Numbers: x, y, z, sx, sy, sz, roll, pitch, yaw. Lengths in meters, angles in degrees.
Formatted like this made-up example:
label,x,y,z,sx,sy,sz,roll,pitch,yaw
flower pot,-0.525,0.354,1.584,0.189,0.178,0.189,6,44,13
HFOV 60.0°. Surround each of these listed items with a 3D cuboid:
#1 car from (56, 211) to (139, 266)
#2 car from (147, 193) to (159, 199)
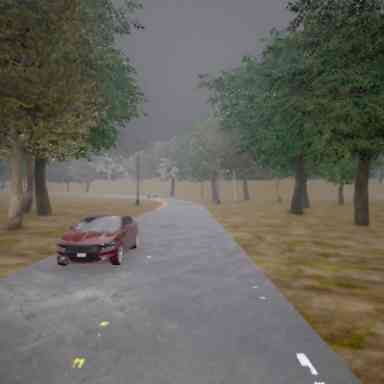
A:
label,x,y,z,sx,sy,sz,roll,pitch,yaw
car,-3.100,1.500,11.824,1.882,1.535,5.008,0,0,0
car,-10.849,1.123,91.942,2.033,1.411,5.357,-1,1,-26
